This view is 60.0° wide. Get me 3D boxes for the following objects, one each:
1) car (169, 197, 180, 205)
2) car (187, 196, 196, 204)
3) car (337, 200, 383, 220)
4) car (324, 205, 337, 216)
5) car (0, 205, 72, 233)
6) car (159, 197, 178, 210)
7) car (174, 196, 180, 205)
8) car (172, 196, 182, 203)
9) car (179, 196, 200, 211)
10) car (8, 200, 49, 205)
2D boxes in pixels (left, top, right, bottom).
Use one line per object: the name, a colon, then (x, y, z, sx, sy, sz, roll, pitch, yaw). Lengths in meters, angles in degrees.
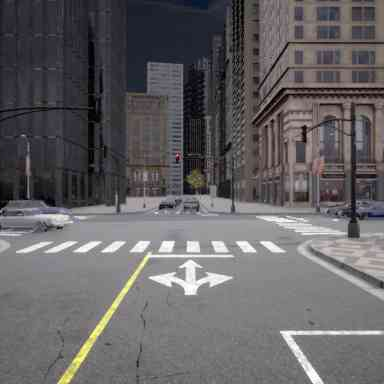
car: (-3.260, 1.608, 61.690, 1.837, 1.490, 4.892, 0, 0, 0)
car: (-0.134, 1.655, 69.607, 1.812, 1.442, 4.674, 0, 0, 0)
car: (14.998, 1.517, 26.760, 5.357, 1.411, 2.033, 0, 0, 0)
car: (14.518, 1.488, 30.056, 4.902, 1.511, 2.128, 0, 0, -2)
car: (-9.468, 1.590, 19.199, 4.718, 1.301, 1.895, 0, 0, 12)
car: (-3.204, 1.655, 42.883, 1.895, 1.301, 4.718, 0, 0, 0)
car: (-3.241, 1.569, 52.279, 2.128, 1.511, 4.902, 0, 0, 0)
car: (-3.244, 1.611, 71.839, 1.882, 1.535, 5.008, 0, 0, 0)
car: (-0.062, 1.540, 40.736, 2.128, 1.511, 4.902, 0, 0, 1)
car: (-11.077, 1.381, 23.857, 4.553, 1.767, 2.097, 0, -1, -10)
